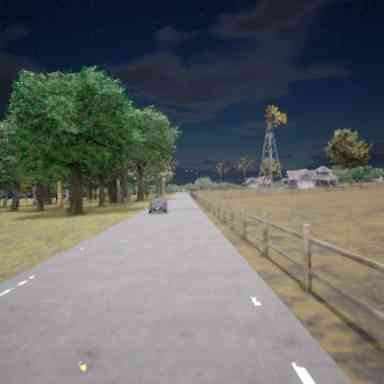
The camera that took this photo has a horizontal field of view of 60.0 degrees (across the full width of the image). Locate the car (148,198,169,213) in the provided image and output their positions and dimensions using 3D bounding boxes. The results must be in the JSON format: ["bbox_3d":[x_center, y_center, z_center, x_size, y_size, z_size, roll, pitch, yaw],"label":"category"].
[{"bbox_3d":[-3.510,1.395,35.298,1.837,1.490,4.892,-1,0,-1],"label":"car"}]
